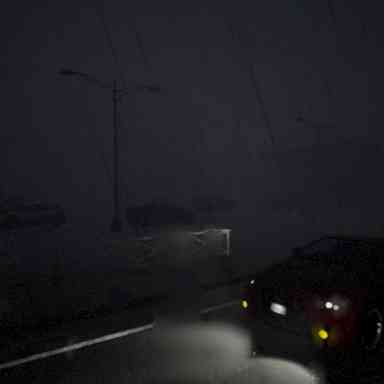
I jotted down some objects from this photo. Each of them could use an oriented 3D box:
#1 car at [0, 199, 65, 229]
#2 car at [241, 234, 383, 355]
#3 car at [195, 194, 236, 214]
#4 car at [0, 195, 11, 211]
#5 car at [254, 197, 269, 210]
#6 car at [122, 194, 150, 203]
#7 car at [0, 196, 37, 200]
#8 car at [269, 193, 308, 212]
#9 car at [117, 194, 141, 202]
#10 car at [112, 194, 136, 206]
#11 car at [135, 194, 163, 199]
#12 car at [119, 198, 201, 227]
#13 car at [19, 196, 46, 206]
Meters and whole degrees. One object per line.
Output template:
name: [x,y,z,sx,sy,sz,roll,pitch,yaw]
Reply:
car: [-9.858,1.394,20.256,3.806,1.475,1.970,-1,0,-36]
car: [2.892,1.516,6.042,4.181,1.385,1.994,-1,0,-35]
car: [2.092,1.114,32.863,4.605,1.855,1.932,-1,0,-36]
car: [-23.348,1.267,37.799,4.605,1.855,1.932,-1,0,-36]
car: [8.961,1.305,37.837,3.806,1.475,1.970,-1,0,-36]
car: [-11.048,1.276,65.643,5.027,1.636,2.152,-1,0,-36]
car: [-13.862,1.318,25.282,5.027,1.636,2.152,-1,0,-36]
car: [10.401,1.026,34.778,3.866,1.878,1.905,-1,0,-36]
car: [-12.919,1.286,68.162,4.514,1.523,2.007,-1,0,-36]
car: [-10.379,1.330,51.545,3.633,1.501,1.845,-1,0,-36]
car: [-4.589,1.309,43.400,4.514,1.523,2.007,-1,0,-36]
car: [-1.995,1.399,21.389,4.514,1.523,2.007,-1,0,-36]
car: [-26.300,1.490,54.884,3.806,1.475,1.970,-1,0,-36]
